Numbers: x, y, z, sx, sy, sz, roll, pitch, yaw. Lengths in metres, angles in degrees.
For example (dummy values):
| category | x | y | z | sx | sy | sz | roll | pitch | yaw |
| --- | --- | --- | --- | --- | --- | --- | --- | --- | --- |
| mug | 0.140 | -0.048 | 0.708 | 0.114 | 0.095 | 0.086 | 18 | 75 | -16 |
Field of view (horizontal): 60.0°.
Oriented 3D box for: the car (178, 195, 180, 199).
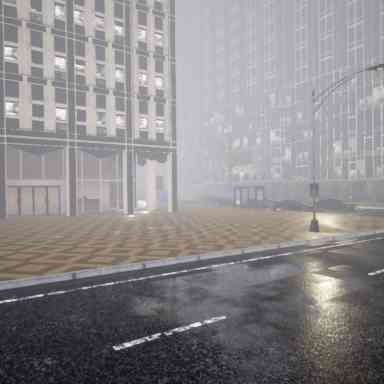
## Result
| category | x | y | z | sx | sy | sz | roll | pitch | yaw |
| --- | --- | --- | --- | --- | --- | --- | --- | --- | --- |
| car | -4.285 | 0.935 | 73.227 | 1.802 | 1.307 | 4.206 | 0 | 1 | -35 |

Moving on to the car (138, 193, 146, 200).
| category | x | y | z | sx | sy | sz | roll | pitch | yaw |
| --- | --- | --- | --- | --- | --- | --- | --- | --- | --- |
| car | -11.190 | 1.038 | 68.478 | 2.008 | 1.369 | 4.403 | 0 | 1 | -35 |

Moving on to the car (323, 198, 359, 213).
| category | x | y | z | sx | sy | sz | roll | pitch | yaw |
| --- | --- | --- | --- | --- | --- | --- | --- | --- | --- |
| car | 15.009 | 1.364 | 34.946 | 1.812 | 1.442 | 4.674 | -1 | 1 | -34 |

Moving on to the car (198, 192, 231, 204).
| category | x | y | z | sx | sy | sz | roll | pitch | yaw |
| --- | --- | --- | --- | --- | --- | --- | --- | --- | --- |
| car | 3.728 | 1.205 | 51.362 | 2.033 | 1.411 | 5.357 | -1 | 1 | -34 |

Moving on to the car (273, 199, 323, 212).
| category | x | y | z | sx | sy | sz | roll | pitch | yaw |
| --- | --- | --- | --- | --- | --- | --- | --- | --- | --- |
| car | 11.251 | 1.423 | 35.626 | 1.947 | 1.339 | 4.313 | 0 | 1 | -35 |

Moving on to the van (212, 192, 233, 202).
| category | x | y | z | sx | sy | sz | roll | pitch | yaw |
| --- | --- | --- | --- | --- | --- | --- | --- | --- | --- |
| van | 5.377 | 0.855 | 59.175 | 1.690 | 1.788 | 3.998 | 0 | 1 | -35 |

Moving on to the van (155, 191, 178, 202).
| category | x | y | z | sx | sy | sz | roll | pitch | yaw |
| --- | --- | --- | --- | --- | --- | --- | --- | --- | --- |
| van | -4.747 | 0.936 | 59.110 | 1.690 | 1.788 | 3.998 | 0 | 1 | -35 |

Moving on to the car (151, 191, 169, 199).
| category | x | y | z | sx | sy | sz | roll | pitch | yaw |
| --- | --- | --- | --- | --- | --- | --- | --- | --- | --- |
| car | -7.507 | 0.614 | 77.906 | 2.192 | 1.841 | 5.009 | 0 | 1 | -35 |

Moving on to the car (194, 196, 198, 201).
| category | x | y | z | sx | sy | sz | roll | pitch | yaw |
| --- | --- | --- | --- | --- | --- | --- | --- | --- | --- |
| car | 2.157 | 1.042 | 63.861 | 1.802 | 1.307 | 4.206 | 0 | 1 | -35 |

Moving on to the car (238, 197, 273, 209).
| category | x | y | z | sx | sy | sz | roll | pitch | yaw |
| --- | --- | --- | --- | --- | --- | --- | --- | --- | --- |
| car | 8.044 | 1.388 | 40.321 | 1.802 | 1.307 | 4.206 | 0 | 1 | -35 |

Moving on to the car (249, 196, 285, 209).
| category | x | y | z | sx | sy | sz | roll | pitch | yaw |
| --- | --- | --- | --- | --- | --- | --- | --- | --- | --- |
| car | 9.615 | 1.316 | 42.785 | 1.994 | 1.385 | 4.181 | -1 | 1 | -35 |

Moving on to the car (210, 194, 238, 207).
| category | x | y | z | sx | sy | sz | roll | pitch | yaw |
| --- | --- | --- | --- | --- | --- | --- | --- | --- | --- |
| car | 4.871 | 1.319 | 45.036 | 1.947 | 1.339 | 4.313 | 0 | 1 | -35 |

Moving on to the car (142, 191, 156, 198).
| category | x | y | z | sx | sy | sz | roll | pitch | yaw |
| --- | --- | --- | --- | --- | --- | --- | --- | --- | --- |
| car | -10.728 | 0.685 | 82.590 | 1.967 | 1.590 | 4.097 | 0 | 1 | -35 |
